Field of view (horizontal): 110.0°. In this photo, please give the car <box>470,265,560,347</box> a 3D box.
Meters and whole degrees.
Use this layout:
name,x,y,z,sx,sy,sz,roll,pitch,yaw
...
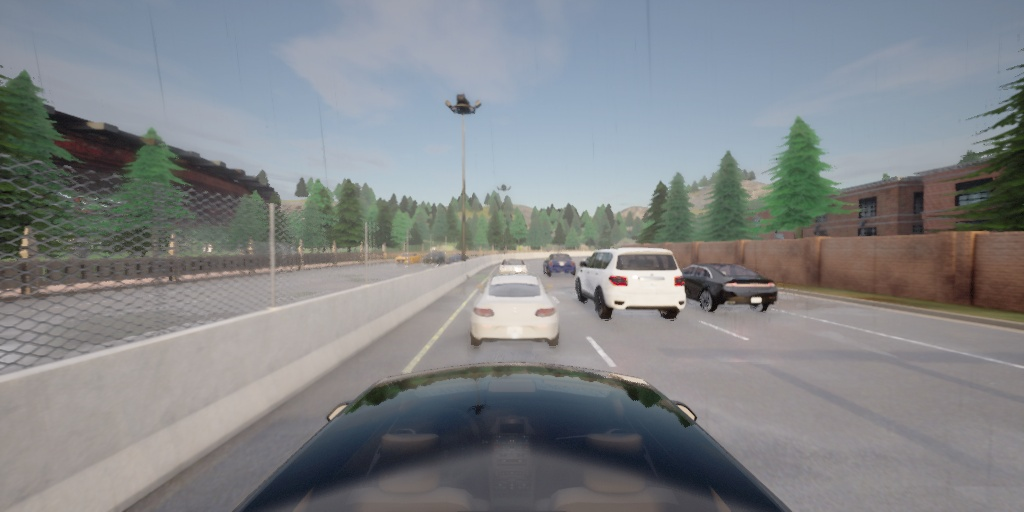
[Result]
name,x,y,z,sx,sy,sz,roll,pitch,yaw
car,0.065,1.130,8.762,1.812,1.442,4.674,0,1,0

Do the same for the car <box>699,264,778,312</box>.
name,x,y,z,sx,sy,sz,roll,pitch,yaw
car,7.085,1.012,12.806,2.128,1.511,4.902,0,1,0

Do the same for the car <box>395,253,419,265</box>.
name,x,y,z,sx,sy,sz,roll,pitch,yaw
car,-13.410,0.300,46.533,1.882,1.535,5.008,0,1,6

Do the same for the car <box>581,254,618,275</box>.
name,x,y,z,sx,sy,sz,roll,pitch,yaw
car,7.094,0.649,29.622,1.882,1.535,5.008,0,1,0

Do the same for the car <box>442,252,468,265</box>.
name,x,y,z,sx,sy,sz,roll,pitch,yaw
car,-6.644,0.411,44.506,2.033,1.411,5.357,0,1,4

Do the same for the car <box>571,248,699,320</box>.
name,x,y,z,sx,sy,sz,roll,pitch,yaw
car,3.581,0.761,11.823,2.150,2.045,5.566,0,1,0

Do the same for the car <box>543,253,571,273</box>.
name,x,y,z,sx,sy,sz,roll,pitch,yaw
car,3.588,0.562,27.785,2.097,1.767,4.553,0,1,0

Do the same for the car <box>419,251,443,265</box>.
name,x,y,z,sx,sy,sz,roll,pitch,yaw
car,-9.898,0.176,46.439,2.097,1.767,4.553,0,1,6

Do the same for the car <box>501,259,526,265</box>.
name,x,y,z,sx,sy,sz,roll,pitch,yaw
car,0.085,0.839,26.405,1.895,1.301,4.718,0,1,0
